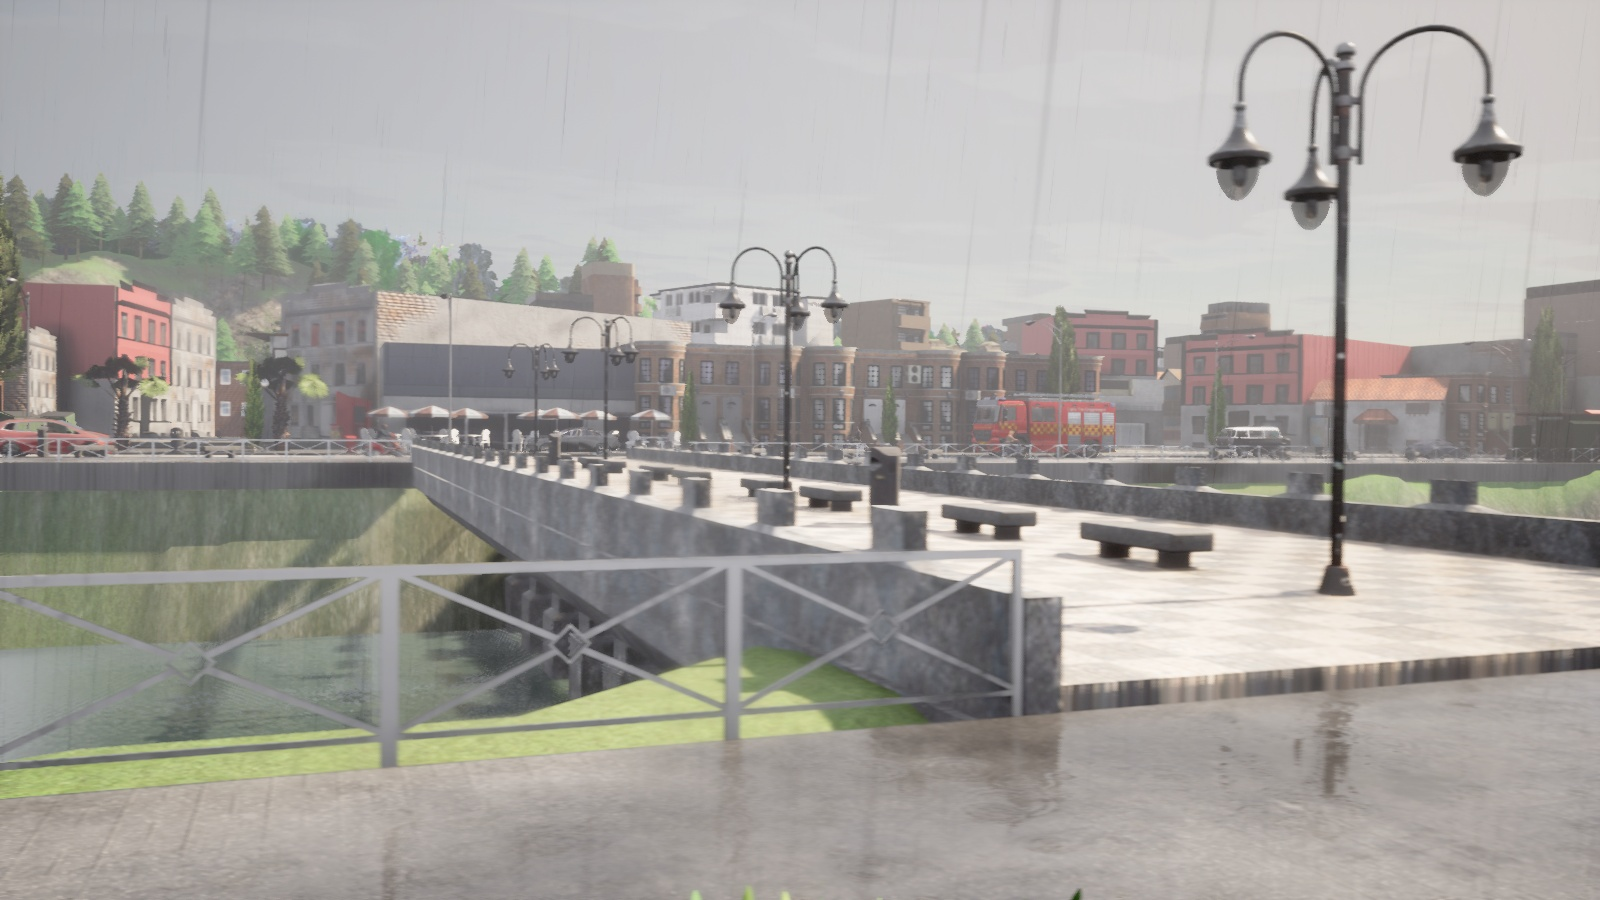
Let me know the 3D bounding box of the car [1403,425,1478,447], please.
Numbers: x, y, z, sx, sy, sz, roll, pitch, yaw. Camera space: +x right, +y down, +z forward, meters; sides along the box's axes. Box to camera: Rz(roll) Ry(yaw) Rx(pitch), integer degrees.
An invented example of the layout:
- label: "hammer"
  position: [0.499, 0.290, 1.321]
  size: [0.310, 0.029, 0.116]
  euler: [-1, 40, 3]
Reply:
- label: "car"
  position: [41.410, -0.907, 81.207]
  size: [4.181, 1.385, 1.994]
  euler: [-1, 1, -21]

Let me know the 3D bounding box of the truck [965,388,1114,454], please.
- label: "truck"
  position: [14.360, -1.746, 75.192]
  size: [8.468, 3.827, 2.891]
  euler: [-1, 1, -21]

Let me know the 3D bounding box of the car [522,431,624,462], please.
- label: "car"
  position: [-11.820, -0.180, 65.258]
  size: [4.902, 1.511, 2.128]
  euler: [-1, 1, -21]

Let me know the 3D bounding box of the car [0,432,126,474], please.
- label: "car"
  position: [-31.503, 0.112, 53.499]
  size: [4.611, 1.667, 2.242]
  euler: [-1, 1, -21]

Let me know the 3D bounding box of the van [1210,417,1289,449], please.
- label: "van"
  position: [28.873, -1.104, 80.718]
  size: [4.480, 2.038, 2.069]
  euler: [-1, 1, -21]

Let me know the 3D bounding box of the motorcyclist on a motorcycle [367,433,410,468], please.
- label: "motorcyclist on a motorcycle"
  position: [-19.083, 0.010, 58.220]
  size: [1.817, 1.590, 0.866]
  euler: [-1, 1, -21]
